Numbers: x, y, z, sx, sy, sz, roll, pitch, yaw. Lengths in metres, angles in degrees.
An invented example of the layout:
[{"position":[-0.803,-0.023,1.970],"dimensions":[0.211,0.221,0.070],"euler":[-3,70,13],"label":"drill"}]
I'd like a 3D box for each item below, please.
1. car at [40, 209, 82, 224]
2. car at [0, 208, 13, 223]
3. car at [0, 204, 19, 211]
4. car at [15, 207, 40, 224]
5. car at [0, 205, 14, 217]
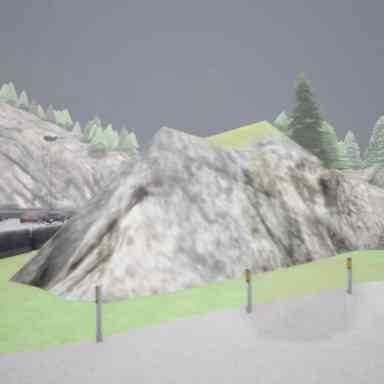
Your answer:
[{"position":[-13.155,2.562,34.446],"dimensions":[1.837,1.490,4.892],"euler":[0,-3,9],"label":"car"},{"position":[-20.491,2.522,32.885],"dimensions":[1.895,1.301,4.718],"euler":[0,-2,9],"label":"car"},{"position":[-28.497,2.809,50.388],"dimensions":[2.150,2.045,5.566],"euler":[0,-3,10],"label":"car"},{"position":[-16.488,2.646,35.776],"dimensions":[1.994,1.385,4.181],"euler":[0,-2,9],"label":"car"},{"position":[-31.457,3.060,53.982],"dimensions":[2.097,1.767,4.553],"euler":[0,-2,10],"label":"car"}]
